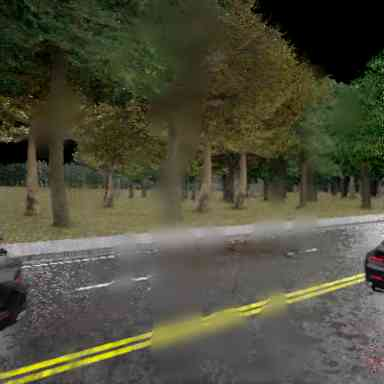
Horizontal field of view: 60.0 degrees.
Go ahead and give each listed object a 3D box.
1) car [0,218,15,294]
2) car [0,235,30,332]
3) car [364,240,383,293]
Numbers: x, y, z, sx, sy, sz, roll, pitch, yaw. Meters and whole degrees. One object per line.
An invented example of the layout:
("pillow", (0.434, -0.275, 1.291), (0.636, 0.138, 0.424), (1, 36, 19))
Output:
("car", (-6.608, 1.490, 6.954), (4.902, 1.511, 2.128), (0, 0, -35))
("car", (-4.803, 1.504, 4.251), (4.892, 1.490, 1.837), (0, 0, -35))
("car", (5.835, 1.506, 7.601), (4.892, 1.490, 1.837), (0, 0, -35))
